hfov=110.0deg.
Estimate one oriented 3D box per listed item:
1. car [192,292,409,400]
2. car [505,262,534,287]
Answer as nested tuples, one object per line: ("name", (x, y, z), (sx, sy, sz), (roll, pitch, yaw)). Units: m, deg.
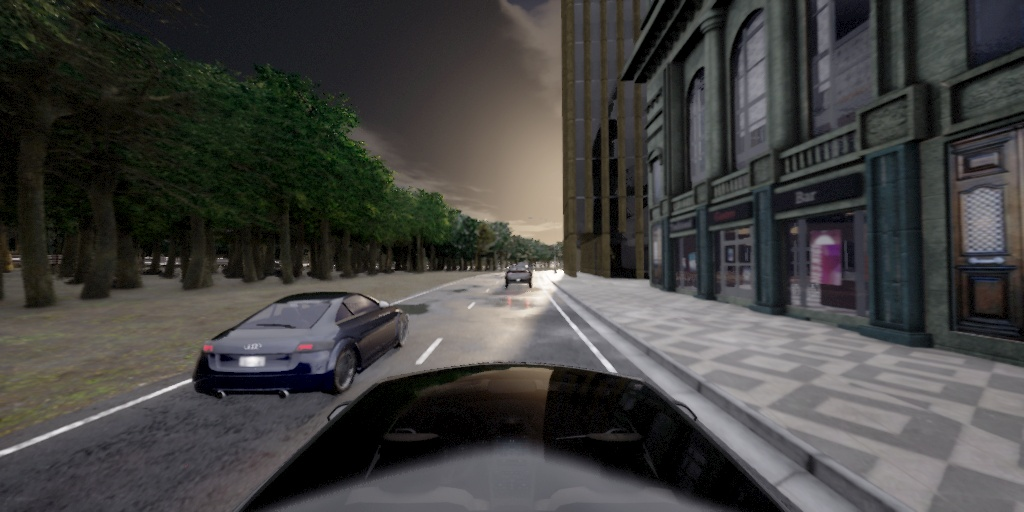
("car", (-3.371, 1.343, 6.661), (1.994, 1.385, 4.181), (0, 0, 0))
("car", (0.510, 1.387, 25.858), (2.128, 1.511, 4.902), (0, -1, 2))
